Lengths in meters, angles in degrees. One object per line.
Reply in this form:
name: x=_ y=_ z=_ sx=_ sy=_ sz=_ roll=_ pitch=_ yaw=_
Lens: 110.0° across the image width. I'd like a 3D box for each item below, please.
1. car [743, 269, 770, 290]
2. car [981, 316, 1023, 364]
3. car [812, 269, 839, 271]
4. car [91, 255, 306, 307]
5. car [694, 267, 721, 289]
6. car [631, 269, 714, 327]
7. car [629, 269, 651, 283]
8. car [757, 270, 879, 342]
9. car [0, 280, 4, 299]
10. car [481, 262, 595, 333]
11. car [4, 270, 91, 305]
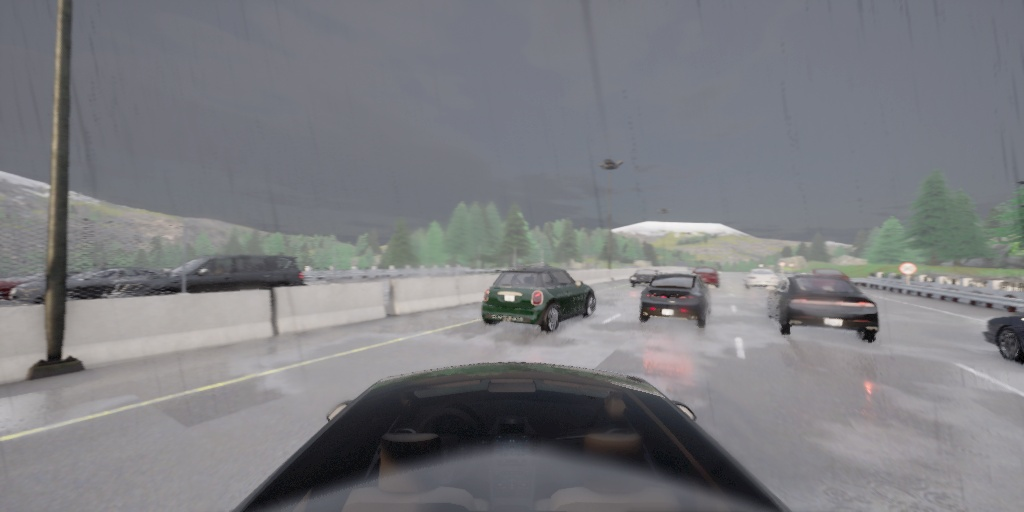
car: x=17.568 y=1.621 z=25.320 sx=1.812 sy=1.442 sz=4.674 roll=0 pitch=-1 yaw=31
car: x=9.581 y=1.348 z=5.105 sx=2.033 sy=1.411 sz=5.357 roll=0 pitch=0 yaw=31
car: x=20.856 y=1.589 z=23.979 sx=1.882 sy=1.535 sz=5.008 roll=0 pitch=-1 yaw=31
car: x=-10.485 y=0.967 z=12.851 sx=2.150 sy=2.045 sz=5.566 roll=0 pitch=0 yaw=31
car: x=14.824 y=1.578 z=27.553 sx=1.882 sy=1.535 sz=5.008 roll=0 pitch=-1 yaw=31
car: x=5.571 y=1.330 z=12.045 sx=1.837 sy=1.490 sz=4.892 roll=0 pitch=0 yaw=31
car: x=10.127 y=1.634 z=26.511 sx=1.895 sy=1.301 sz=4.718 roll=0 pitch=-1 yaw=31
car: x=8.585 y=1.322 z=10.266 sx=2.128 sy=1.511 sz=4.902 roll=0 pitch=0 yaw=31
car: x=-20.802 y=1.320 z=16.053 sx=1.895 sy=1.301 sz=4.718 roll=0 pitch=0 yaw=31
car: x=1.022 y=1.144 z=11.252 sx=2.097 sy=1.767 sz=4.553 roll=0 pitch=0 yaw=31
car: x=-17.180 y=1.221 z=15.291 sx=2.128 sy=1.511 sz=4.902 roll=0 pitch=0 yaw=31
